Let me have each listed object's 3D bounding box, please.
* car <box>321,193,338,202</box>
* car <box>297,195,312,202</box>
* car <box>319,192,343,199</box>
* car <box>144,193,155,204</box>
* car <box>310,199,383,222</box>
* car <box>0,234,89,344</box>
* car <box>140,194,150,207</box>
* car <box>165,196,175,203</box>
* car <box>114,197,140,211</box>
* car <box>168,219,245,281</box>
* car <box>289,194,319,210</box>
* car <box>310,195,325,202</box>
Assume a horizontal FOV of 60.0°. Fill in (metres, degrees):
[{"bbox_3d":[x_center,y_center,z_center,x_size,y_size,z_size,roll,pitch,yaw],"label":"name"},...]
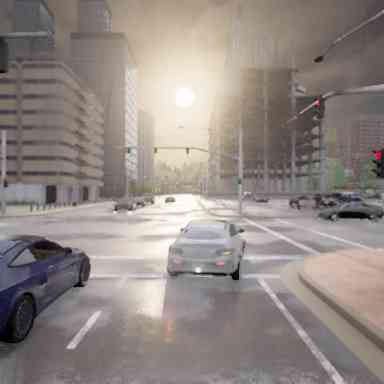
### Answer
[{"bbox_3d":[29.957,1.148,72.519,1.932,1.855,4.605,0,0,0],"label":"car"},{"bbox_3d":[24.379,1.390,72.450,1.970,1.475,3.806,0,0,0],"label":"car"},{"bbox_3d":[16.018,1.153,39.852,1.905,1.878,3.866,0,0,0],"label":"car"},{"bbox_3d":[-8.115,1.217,61.497,2.150,2.045,5.566,0,0,-1],"label":"car"},{"bbox_3d":[12.138,1.490,25.662,4.902,1.511,2.128,0,0,0],"label":"car"},{"bbox_3d":[-3.418,1.525,6.273,1.812,1.442,4.674,0,0,0],"label":"car"},{"bbox_3d":[-8.090,1.474,50.917,1.882,1.535,5.008,0,0,0],"label":"car"},{"bbox_3d":[-4.584,1.553,70.407,1.994,1.385,4.181,0,0,0],"label":"car"},{"bbox_3d":[-8.027,1.349,40.466,2.097,1.767,4.553,0,0,0],"label":"car"},{"bbox_3d":[0.556,1.525,9.873,1.812,1.442,4.674,0,0,10],"label":"car"},{"bbox_3d":[13.124,1.150,39.896,1.932,1.855,4.605,0,0,0],"label":"car"},{"bbox_3d":[27.274,1.358,72.459,1.784,1.438,3.905,0,0,0],"label":"car"}]
